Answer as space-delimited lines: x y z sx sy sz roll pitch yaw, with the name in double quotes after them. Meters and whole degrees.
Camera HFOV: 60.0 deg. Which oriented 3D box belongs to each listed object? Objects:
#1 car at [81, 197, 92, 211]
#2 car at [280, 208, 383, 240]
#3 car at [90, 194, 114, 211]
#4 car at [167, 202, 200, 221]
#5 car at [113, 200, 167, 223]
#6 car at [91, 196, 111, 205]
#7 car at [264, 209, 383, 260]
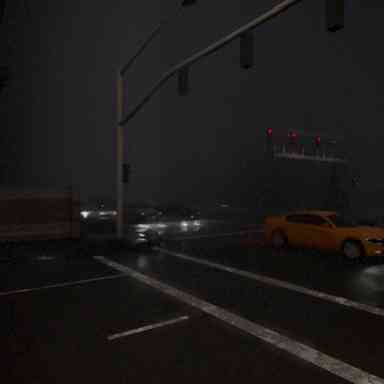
-13.632 1.564 38.835 1.994 1.385 4.181 0 0 -36 "car"
7.282 1.601 17.669 4.718 1.301 1.895 0 0 38 "car"
-11.214 1.223 41.466 2.150 2.045 5.566 0 0 -36 "car"
-1.547 1.547 28.005 2.033 1.411 5.357 0 0 -36 "car"
-4.075 1.525 25.529 1.812 1.442 4.674 0 0 -36 "car"
-16.830 1.478 61.608 1.882 1.535 5.008 0 0 -36 "car"
5.083 1.478 12.784 1.882 1.535 5.008 0 1 -36 "car"
